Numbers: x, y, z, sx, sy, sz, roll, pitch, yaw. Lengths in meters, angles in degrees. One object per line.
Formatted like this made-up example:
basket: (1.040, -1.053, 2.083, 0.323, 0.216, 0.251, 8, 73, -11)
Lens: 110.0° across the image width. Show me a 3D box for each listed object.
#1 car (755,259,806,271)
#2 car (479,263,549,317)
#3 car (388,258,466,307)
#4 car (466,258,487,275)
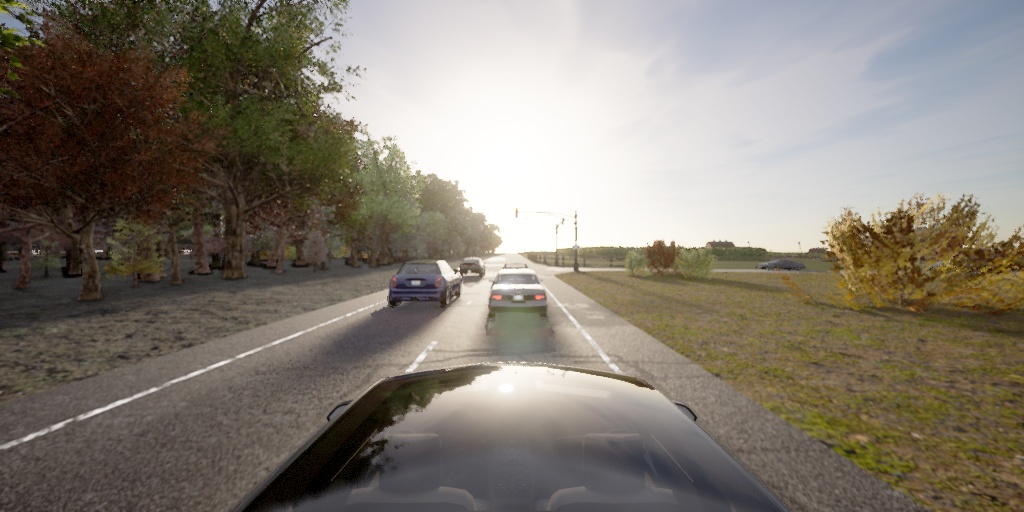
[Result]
car: (33.985, 1.135, 45.456, 5.357, 1.411, 2.033, 1, 0, 1)
car: (0.160, 1.159, 12.351, 2.033, 1.411, 5.357, 0, 1, 0)
car: (-3.325, 0.935, 14.585, 2.097, 1.767, 4.553, 0, 1, 0)
car: (-3.233, 0.890, 29.741, 1.837, 1.490, 4.892, 0, 1, 0)
